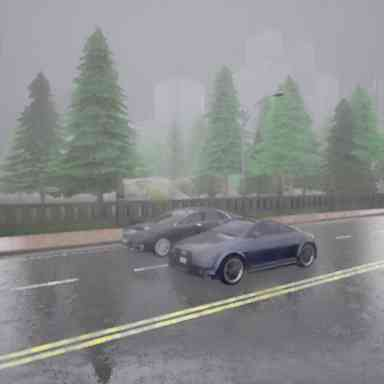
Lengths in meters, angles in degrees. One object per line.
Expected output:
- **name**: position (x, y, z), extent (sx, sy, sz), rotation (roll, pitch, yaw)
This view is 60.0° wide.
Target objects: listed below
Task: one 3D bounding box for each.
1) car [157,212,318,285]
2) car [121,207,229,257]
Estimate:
- **car**: position (1.460, 1.415, 9.071), extent (4.181, 1.385, 1.994), rotation (-1, 1, -33)
- **car**: position (-0.172, 1.337, 12.184), extent (4.892, 1.490, 1.837), rotation (-1, 1, -33)
